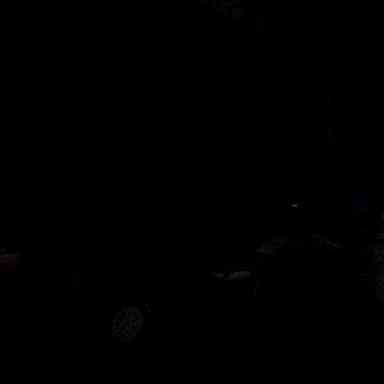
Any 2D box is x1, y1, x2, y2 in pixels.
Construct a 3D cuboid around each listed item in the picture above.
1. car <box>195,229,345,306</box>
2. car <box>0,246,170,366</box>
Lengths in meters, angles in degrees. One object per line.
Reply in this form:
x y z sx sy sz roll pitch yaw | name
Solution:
2.024 1.582 7.986 4.206 1.307 1.802 0 0 -36 | car
-2.470 1.545 4.772 4.507 1.381 1.887 0 0 -36 | car
